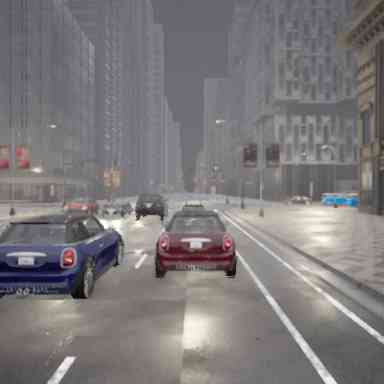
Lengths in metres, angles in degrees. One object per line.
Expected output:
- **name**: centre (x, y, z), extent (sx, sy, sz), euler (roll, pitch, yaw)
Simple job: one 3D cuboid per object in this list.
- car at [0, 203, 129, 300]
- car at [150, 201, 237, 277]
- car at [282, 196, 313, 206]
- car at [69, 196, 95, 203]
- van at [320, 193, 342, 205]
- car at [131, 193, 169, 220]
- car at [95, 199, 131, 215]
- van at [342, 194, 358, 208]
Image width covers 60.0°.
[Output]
- **car**: centre (-3.149, 1.320, 8.445), extent (2.097, 1.767, 4.553), euler (0, 0, 0)
- **car**: centre (0.098, 1.313, 10.273), extent (2.097, 1.767, 4.553), euler (0, 0, 0)
- **car**: centre (15.872, 1.323, 50.137), extent (4.403, 1.369, 2.008), euler (0, 0, 0)
- **car**: centre (-9.752, 1.294, 29.605), extent (2.097, 1.767, 4.553), euler (0, 0, 0)
- **van**: centre (21.491, 1.101, 50.112), extent (3.998, 1.788, 1.690), euler (0, 0, 0)
- **car**: centre (-3.152, 1.120, 26.770), extent (2.150, 2.045, 5.566), euler (0, 0, 0)
- **car**: centre (-6.506, 1.384, 29.150), extent (2.128, 1.511, 4.902), euler (0, 0, 0)
- **van**: centre (21.456, 1.123, 41.588), extent (3.998, 1.788, 1.690), euler (0, 0, 0)
